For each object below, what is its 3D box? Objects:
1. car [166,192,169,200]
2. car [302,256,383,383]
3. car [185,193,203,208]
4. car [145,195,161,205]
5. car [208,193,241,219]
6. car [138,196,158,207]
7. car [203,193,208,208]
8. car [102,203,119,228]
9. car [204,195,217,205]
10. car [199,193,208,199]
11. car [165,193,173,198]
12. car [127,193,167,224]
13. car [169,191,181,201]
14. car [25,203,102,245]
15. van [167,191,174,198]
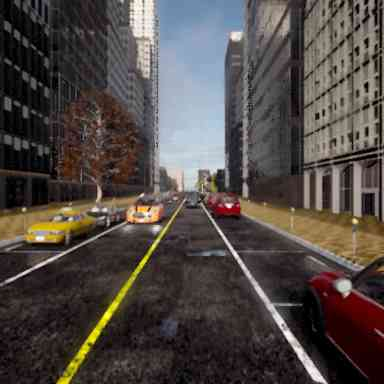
[{"bbox_3d":[-5.706,1.103,60.596,1.802,1.307,4.206,0,0,0],"label":"car"},{"bbox_3d":[2.692,1.412,3.666,1.967,1.590,4.097,0,0,0],"label":"car"},{"bbox_3d":[0.088,1.174,41.138,2.128,1.511,4.902,0,0,0],"label":"car"},{"bbox_3d":[-5.703,1.182,49.213,1.947,1.339,4.313,0,0,0],"label":"car"},{"bbox_3d":[2.686,1.114,26.433,2.192,1.841,5.009,0,0,0],"label":"car"},{"bbox_3d":[-5.701,1.213,43.521,2.008,1.369,4.403,0,0,0],"label":"car"},{"bbox_3d":[2.682,1.024,37.818,2.192,1.841,5.009,0,0,0],"label":"car"},{"bbox_3d":[-5.695,1.393,20.752,2.008,1.369,4.403,0,0,0],"label":"car"},{"bbox_3d":[2.678,1.140,49.372,1.752,1.417,4.829,0,0,0],"label":"car"},{"bbox_3d":[2.669,0.941,77.663,1.947,1.339,4.313,0,0,0],"label":"car"},{"bbox_3d":[-5.713,0.871,83.365,1.887,1.381,4.507,0,0,0],"label":"car"},{"bbox_3d":[-3.107,1.178,22.888,2.097,1.767,4.553,0,0,0],"label":"car"},{"bbox_3d":[-3.047,1.024,63.194,1.812,1.442,4.674,0,0,1],"label":"car"},{"bbox_3d":[-5.693,1.413,14.888,1.752,1.417,4.829,0,0,0],"label":"car"},{"bbox_3d":[-5.714,0.617,89.056,1.690,1.788,3.998,0,0,0],"label":"van"}]
